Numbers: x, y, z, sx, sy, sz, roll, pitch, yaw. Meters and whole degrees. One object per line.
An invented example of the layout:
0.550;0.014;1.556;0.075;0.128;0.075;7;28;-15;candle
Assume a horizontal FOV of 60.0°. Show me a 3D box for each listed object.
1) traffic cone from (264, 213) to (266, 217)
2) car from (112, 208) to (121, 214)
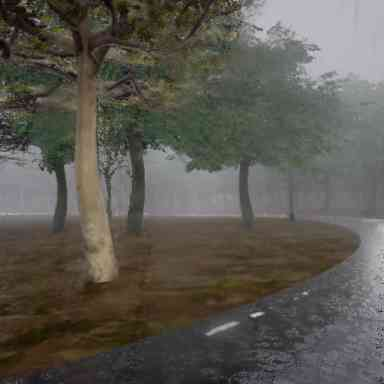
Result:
10.948;3.369;49.656;0.340;0.580;0.340;-2;-2;-22;traffic cone
-19.932;4.681;82.792;4.892;1.490;1.837;0;0;19;car
